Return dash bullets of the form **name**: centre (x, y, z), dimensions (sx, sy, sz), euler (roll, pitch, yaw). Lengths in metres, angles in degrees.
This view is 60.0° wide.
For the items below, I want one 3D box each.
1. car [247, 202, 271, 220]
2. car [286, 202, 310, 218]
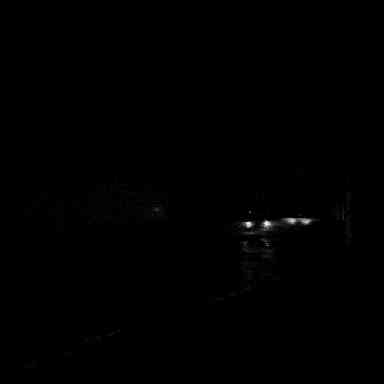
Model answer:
- **car**: centre (5.870, 1.632, 29.124), dimensions (1.812, 1.442, 4.674), euler (0, 0, 12)
- **car**: centre (10.044, 1.645, 31.957), dimensions (2.033, 1.411, 5.357), euler (0, 0, 12)
